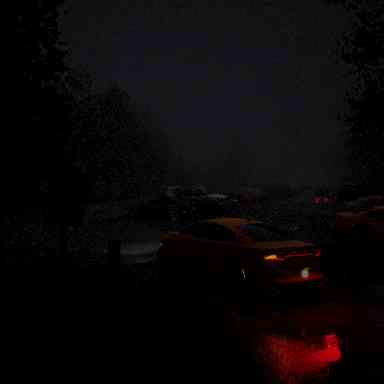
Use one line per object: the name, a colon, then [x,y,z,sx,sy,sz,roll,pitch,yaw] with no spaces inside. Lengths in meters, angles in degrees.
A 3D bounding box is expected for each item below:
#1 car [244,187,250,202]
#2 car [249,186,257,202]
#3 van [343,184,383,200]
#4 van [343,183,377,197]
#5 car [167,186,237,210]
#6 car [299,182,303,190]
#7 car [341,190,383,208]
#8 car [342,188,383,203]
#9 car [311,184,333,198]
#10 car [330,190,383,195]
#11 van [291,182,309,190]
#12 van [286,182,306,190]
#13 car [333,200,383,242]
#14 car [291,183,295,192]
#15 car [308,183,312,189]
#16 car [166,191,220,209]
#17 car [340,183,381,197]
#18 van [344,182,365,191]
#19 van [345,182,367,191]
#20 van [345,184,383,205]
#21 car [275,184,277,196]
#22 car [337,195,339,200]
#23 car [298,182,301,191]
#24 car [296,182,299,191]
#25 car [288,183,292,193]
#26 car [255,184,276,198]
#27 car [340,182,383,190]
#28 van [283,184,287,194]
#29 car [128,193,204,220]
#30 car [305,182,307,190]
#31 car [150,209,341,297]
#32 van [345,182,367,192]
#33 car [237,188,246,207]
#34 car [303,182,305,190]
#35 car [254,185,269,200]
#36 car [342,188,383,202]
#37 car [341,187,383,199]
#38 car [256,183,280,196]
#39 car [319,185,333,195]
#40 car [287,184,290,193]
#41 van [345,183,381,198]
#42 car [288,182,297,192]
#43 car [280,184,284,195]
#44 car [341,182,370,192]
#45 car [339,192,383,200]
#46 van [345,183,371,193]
car: [2.678,0.601,32.137,4.892,1.521,2.231,1,3,25]
car: [3.662,0.485,34.737,5.366,1.575,1.946,1,3,25]
van: [21.377,-0.043,41.763,4.442,1.987,1.878,1,2,24]
van: [24.846,-0.302,49.328,4.442,1.987,1.878,1,2,25]
car: [0.379,0.569,27.076,5.566,2.045,2.435,1,3,25]
car: [19.886,-0.796,70.021,5.366,1.575,1.946,1,2,25]
car: [16.833,0.612,31.701,4.792,1.488,2.163,1,3,25]
car: [19.251,0.398,36.820,4.792,1.488,2.163,1,3,25]
car: [18.553,0.002,47.193,2.128,1.511,4.902,1,2,25]
car: [13.221,0.905,24.222,5.366,1.575,1.946,1,3,25]
van: [29.215,-1.627,90.141,4.442,1.987,1.878,1,1,25]
van: [25.745,-1.445,82.590,4.442,1.987,1.878,1,2,25]
car: [8.810,1.343,14.200,5.008,1.535,2.097,1,3,25]
car: [15.392,-0.419,59.872,4.792,1.488,2.163,1,2,25]
car: [27.036,-1.554,85.050,5.566,2.045,2.435,1,2,25]
car: [-0.801,0.929,24.577,5.008,1.535,2.097,1,3,25]
car: [26.083,-0.411,51.806,5.566,2.045,2.435,1,2,25]
van: [38.782,-1.329,79.638,4.442,1.987,1.878,1,2,25]
van: [37.781,-1.236,76.904,4.442,1.987,1.878,1,2,25]
van: [18.173,0.248,34.257,4.442,1.987,1.878,1,3,25]
car: [8.457,0.074,44.734,4.892,1.521,2.231,1,3,25]
car: [11.050,1.159,19.129,4.792,1.488,2.163,1,3,25]
car: [18.890,-0.704,67.425,4.892,1.521,2.231,1,2,25]
car: [17.742,-0.618,64.898,4.892,1.521,2.231,1,2,25]
car: [14.232,-0.334,57.351,4.792,1.488,2.163,1,2,25]
car: [7.476,0.170,42.141,5.366,1.575,1.946,1,3,25]
car: [15.728,0.442,29.151,5.566,2.045,2.435,1,3,25]
van: [12.047,-0.416,52.239,4.442,1.987,1.878,1,2,25]
car: [-1.991,1.067,22.072,4.792,1.488,2.163,1,3,25]
car: [23.527,-1.047,77.509,5.008,1.535,2.097,1,2,25]
car: [0.886,1.394,8.462,1.882,1.535,5.008,2,-1,-31]
van: [36.677,-1.155,74.502,4.442,1.987,1.878,1,2,25]
car: [1.681,0.709,29.542,5.366,1.575,1.946,1,3,25]
car: [22.344,-1.087,74.994,4.553,1.767,2.185,1,2,25]
car: [6.031,0.263,39.887,5.366,1.575,1.946,1,3,25]
car: [20.353,0.305,39.216,4.792,1.488,2.163,1,2,25]
car: [22.643,0.096,44.254,5.008,1.535,2.097,1,2,25]
car: [9.652,-0.144,47.238,4.553,1.767,2.185,1,2,25]
car: [22.853,-0.329,56.544,1.882,1.535,5.008,1,2,25]
car: [13.073,-0.249,54.829,4.792,1.488,2.163,1,2,25]
van: [23.901,-0.213,46.715,4.442,1.987,1.878,1,2,25]
car: [16.409,-0.540,62.457,5.366,1.575,1.946,1,2,25]
car: [10.808,-0.077,49.762,4.792,1.488,2.163,1,2,25]
car: [35.389,-1.097,72.046,5.566,2.045,2.435,1,2,25]
car: [10.000,1.109,16.695,4.553,1.767,2.185,1,3,25]
van: [32.051,-0.814,64.439,4.442,1.987,1.878,1,2,25]
